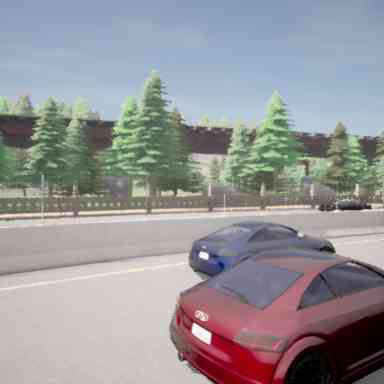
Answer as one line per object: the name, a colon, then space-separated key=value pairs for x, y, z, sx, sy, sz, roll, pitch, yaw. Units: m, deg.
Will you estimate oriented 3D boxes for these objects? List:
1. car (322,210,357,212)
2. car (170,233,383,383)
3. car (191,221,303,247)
car: x=13.959 y=1.349 z=30.451 sx=4.718 sy=1.301 sz=1.895 roll=0 pitch=1 yaw=-20
car: x=1.789 y=1.521 z=4.766 sx=4.181 sy=1.385 sz=1.994 roll=0 pitch=1 yaw=-33
car: x=1.997 y=1.482 z=9.007 sx=4.181 sy=1.385 sz=1.994 roll=0 pitch=1 yaw=-32
